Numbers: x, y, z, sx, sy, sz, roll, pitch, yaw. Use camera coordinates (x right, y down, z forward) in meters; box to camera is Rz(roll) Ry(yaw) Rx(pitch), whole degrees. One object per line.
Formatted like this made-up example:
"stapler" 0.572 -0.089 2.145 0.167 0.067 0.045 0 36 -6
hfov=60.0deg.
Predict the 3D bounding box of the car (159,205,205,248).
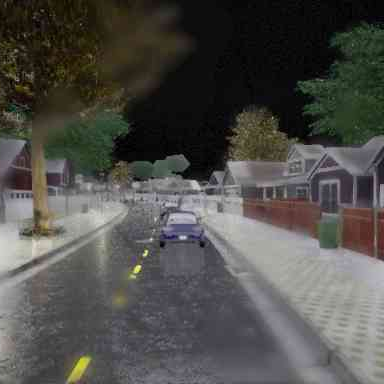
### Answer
"car" -0.480 1.538 14.750 1.812 1.442 4.674 0 0 -4

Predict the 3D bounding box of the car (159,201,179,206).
"car" -1.916 1.547 29.767 1.812 1.442 4.674 0 0 -7

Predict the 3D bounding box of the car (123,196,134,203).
"car" -12.991 1.607 68.240 1.812 1.442 4.674 0 0 -17
